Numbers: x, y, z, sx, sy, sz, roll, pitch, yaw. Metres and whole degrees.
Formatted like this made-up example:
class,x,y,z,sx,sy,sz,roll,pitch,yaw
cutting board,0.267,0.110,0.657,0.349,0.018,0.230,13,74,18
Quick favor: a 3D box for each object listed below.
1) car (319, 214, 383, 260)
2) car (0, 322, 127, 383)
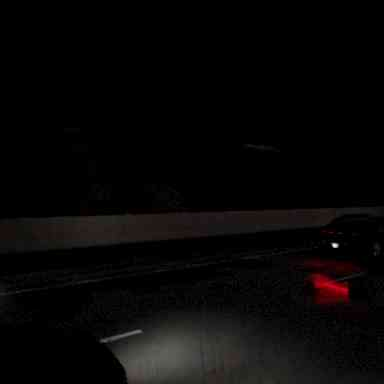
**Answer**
class,x,y,z,sx,sy,sz,roll,pitch,yaw
car,6.940,1.618,12.974,4.892,1.490,1.837,1,0,-35
car,-2.702,1.495,1.730,4.892,1.490,1.837,0,0,-36
